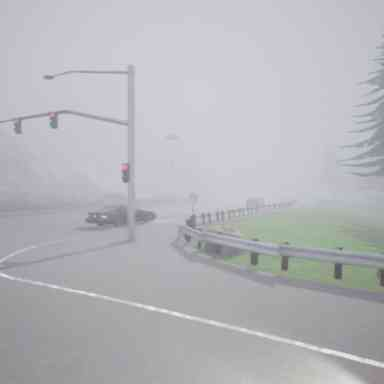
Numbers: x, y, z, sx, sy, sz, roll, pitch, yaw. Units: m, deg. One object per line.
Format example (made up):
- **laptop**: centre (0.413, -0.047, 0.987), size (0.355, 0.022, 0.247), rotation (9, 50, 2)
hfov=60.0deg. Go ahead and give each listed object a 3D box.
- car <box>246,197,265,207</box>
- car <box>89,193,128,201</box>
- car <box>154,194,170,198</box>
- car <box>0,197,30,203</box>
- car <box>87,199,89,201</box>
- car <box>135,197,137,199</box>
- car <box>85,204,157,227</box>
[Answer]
- **car**: centre (9.187, 1.426, 48.154), size (1.837, 1.490, 4.892), rotation (0, 0, 26)
- **car**: centre (-12.715, 1.180, 51.772), size (2.150, 2.045, 5.566), rotation (0, 0, 29)
- **car**: centre (-6.119, 1.280, 65.714), size (2.097, 1.767, 4.553), rotation (0, 0, 22)
- **car**: centre (-26.321, 1.479, 48.784), size (2.128, 1.511, 4.902), rotation (0, 0, 29)
- **car**: centre (-18.146, 1.480, 63.937), size (1.812, 1.442, 4.674), rotation (0, 0, 26)
- **car**: centre (-14.287, 1.509, 75.364), size (1.895, 1.301, 4.718), rotation (0, 0, 15)
- **car**: centre (-4.654, 1.528, 22.524), size (2.033, 1.411, 5.357), rotation (0, 0, 31)
